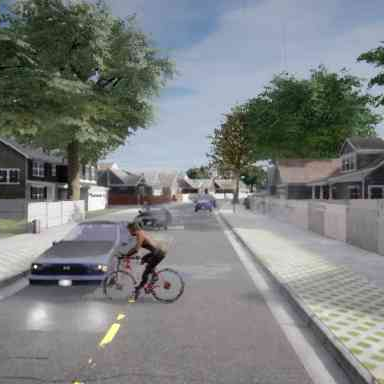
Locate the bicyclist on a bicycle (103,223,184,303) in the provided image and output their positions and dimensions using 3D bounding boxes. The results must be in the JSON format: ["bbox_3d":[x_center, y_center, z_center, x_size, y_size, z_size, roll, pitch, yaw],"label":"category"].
[{"bbox_3d":[-0.998,1.448,6.724,1.656,1.620,0.582,-2,0,1],"label":"bicyclist on a bicycle"}]

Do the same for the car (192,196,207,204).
[{"bbox_3d":[1.465,1.524,61.425,1.994,1.385,4.181,0,0,11],"label":"car"}]

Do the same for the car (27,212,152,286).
[{"bbox_3d":[-2.642,1.547,9.733,2.033,1.411,5.357,0,0,1],"label":"car"}]

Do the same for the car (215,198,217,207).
[{"bbox_3d":[2.502,1.325,49.016,2.097,1.767,4.553,0,0,7],"label":"car"}]

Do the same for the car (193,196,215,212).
[{"bbox_3d":[1.378,1.511,38.113,1.812,1.442,4.674,0,0,4],"label":"car"}]

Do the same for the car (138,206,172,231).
[{"bbox_3d":[-2.342,1.561,20.635,1.994,1.385,4.181,0,0,2],"label":"car"}]
